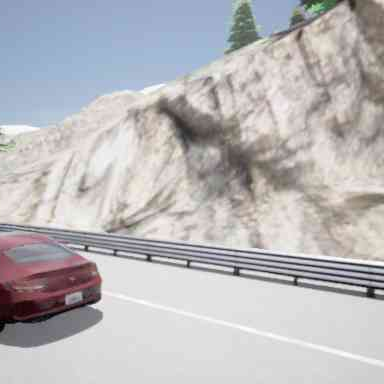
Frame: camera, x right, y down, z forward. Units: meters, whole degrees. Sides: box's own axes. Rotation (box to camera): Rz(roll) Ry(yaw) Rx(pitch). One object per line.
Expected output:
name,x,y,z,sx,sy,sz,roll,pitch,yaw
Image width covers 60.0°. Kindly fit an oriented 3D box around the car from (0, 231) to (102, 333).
car,-3.760,1.513,6.590,4.674,1.442,1.812,0,0,35
